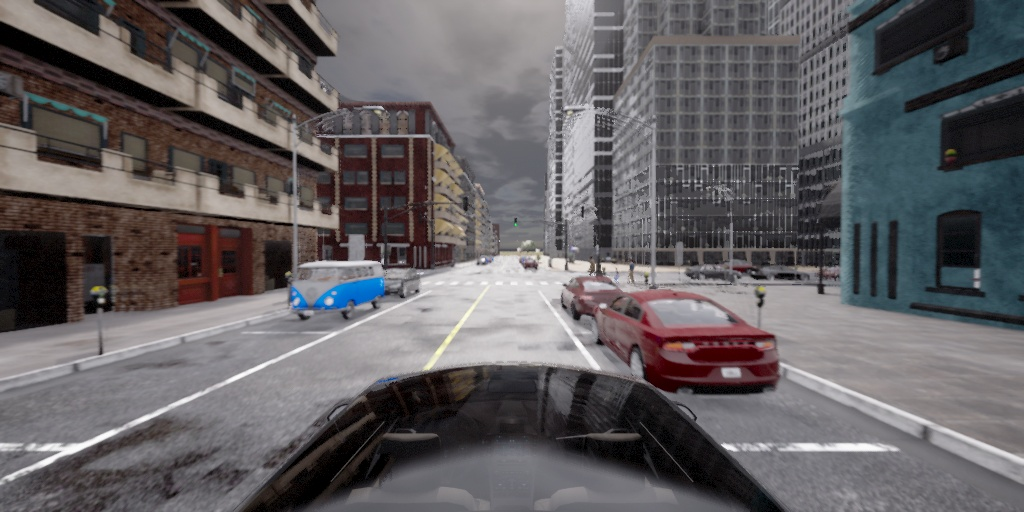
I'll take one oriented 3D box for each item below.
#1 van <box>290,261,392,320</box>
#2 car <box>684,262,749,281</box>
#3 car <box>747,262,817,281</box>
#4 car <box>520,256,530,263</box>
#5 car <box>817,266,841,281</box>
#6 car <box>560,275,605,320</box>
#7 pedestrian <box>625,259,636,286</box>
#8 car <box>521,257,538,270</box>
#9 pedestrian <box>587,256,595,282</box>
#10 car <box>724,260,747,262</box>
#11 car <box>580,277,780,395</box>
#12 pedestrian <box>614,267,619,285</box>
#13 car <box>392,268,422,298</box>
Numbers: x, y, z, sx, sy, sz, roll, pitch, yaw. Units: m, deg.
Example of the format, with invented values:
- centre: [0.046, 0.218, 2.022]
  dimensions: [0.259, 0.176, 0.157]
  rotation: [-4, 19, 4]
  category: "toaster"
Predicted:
- centre: [-5.690, 1.064, 12.160]
  dimensions: [1.690, 1.789, 3.998]
  rotation: [0, 0, 0]
  category: "van"
- centre: [16.717, 1.377, 29.951]
  dimensions: [4.403, 1.370, 2.007]
  rotation: [0, 0, 1]
  category: "car"
- centre: [22.199, 1.418, 29.874]
  dimensions: [4.313, 1.339, 1.948]
  rotation: [0, 0, 1]
  category: "car"
- centre: [2.663, 1.031, 55.904]
  dimensions: [1.967, 1.591, 4.097]
  rotation: [0, 0, 0]
  category: "car"
- centre: [27.678, 1.460, 29.799]
  dimensions: [4.207, 1.307, 1.802]
  rotation: [0, 0, 1]
  category: "car"
- centre: [2.691, 1.306, 12.194]
  dimensions: [1.802, 1.307, 4.207]
  rotation: [0, 0, 0]
  category: "car"
- centre: [8.010, 1.059, 24.004]
  dimensions: [0.375, 1.860, 0.375]
  rotation: [-1, 1, 0]
  category: "pedestrian"
- centre: [2.662, 1.157, 50.259]
  dimensions: [1.888, 1.381, 4.507]
  rotation: [0, 0, 0]
  category: "car"
- centre: [5.500, 0.837, 24.600]
  dimensions: [0.375, 1.860, 0.375]
  rotation: [-1, 1, 0]
  category: "pedestrian"
- centre: [23.377, 1.142, 38.497]
  dimensions: [4.097, 1.591, 1.967]
  rotation: [0, 0, 1]
  category: "car"
- centre: [2.690, 1.283, 6.613]
  dimensions: [1.888, 1.381, 4.507]
  rotation: [0, 0, 0]
  category: "car"
- centre: [6.934, 1.284, 23.408]
  dimensions: [0.375, 1.300, 0.375]
  rotation: [-1, 1, 0]
  category: "pedestrian"
- centre: [-5.690, 1.260, 17.739]
  dimensions: [2.007, 1.370, 4.403]
  rotation: [0, 0, 0]
  category: "car"
